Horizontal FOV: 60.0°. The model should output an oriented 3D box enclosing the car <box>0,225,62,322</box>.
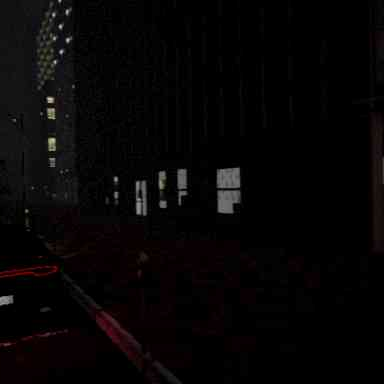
[{"bbox_3d":[-4.118,1.440,6.965,1.882,1.535,5.008,-2,1,-33],"label":"car"}]
